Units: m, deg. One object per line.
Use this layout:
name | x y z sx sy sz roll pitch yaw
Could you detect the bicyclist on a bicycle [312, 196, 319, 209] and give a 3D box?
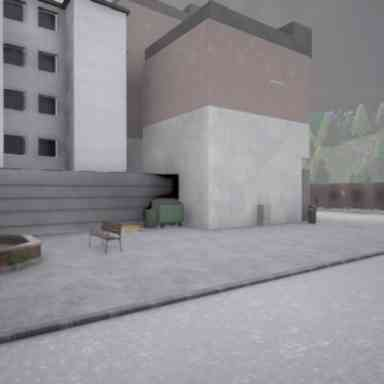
bicyclist on a bicycle | 14.813 1.263 39.919 1.656 1.620 0.582 -1 0 -36
